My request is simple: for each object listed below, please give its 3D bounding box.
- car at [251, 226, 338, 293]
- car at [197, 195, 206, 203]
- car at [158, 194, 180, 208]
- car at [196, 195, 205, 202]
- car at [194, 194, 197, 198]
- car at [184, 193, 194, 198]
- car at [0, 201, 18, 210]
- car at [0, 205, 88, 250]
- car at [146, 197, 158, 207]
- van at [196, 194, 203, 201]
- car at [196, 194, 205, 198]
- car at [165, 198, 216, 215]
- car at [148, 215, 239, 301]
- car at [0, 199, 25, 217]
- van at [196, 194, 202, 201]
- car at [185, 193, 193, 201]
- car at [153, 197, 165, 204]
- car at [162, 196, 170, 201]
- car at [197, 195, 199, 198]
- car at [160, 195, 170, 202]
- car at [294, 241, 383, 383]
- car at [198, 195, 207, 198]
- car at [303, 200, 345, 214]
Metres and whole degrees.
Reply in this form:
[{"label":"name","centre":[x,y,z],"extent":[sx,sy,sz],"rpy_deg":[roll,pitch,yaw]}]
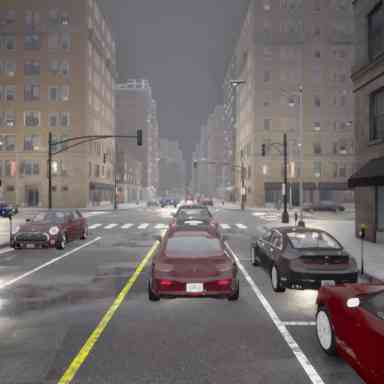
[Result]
[{"label":"car","centre":[2.649,1.553,8.667],"extent":[2.008,1.369,4.403],"rpy_deg":[0,0,0]},{"label":"car","centre":[2.105,1.538,74.621],"extent":[1.967,1.590,4.097],"rpy_deg":[0,0,-1]},{"label":"car","centre":[-3.349,1.260,49.250],"extent":[2.150,2.045,5.566],"rpy_deg":[0,0,-1]},{"label":"car","centre":[2.036,1.557,80.126],"extent":[1.967,1.590,4.097],"rpy_deg":[0,0,-1]},{"label":"car","centre":[2.175,1.397,69.114],"extent":[2.192,1.841,5.009],"rpy_deg":[0,0,-1]},{"label":"car","centre":[-0.625,1.339,79.317],"extent":[2.150,2.045,5.566],"rpy_deg":[0,0,-1]},{"label":"car","centre":[-17.181,1.123,26.855],"extent":[5.566,2.045,2.150],"rpy_deg":[0,0,0]},{"label":"car","centre":[-5.893,1.445,14.129],"extent":[1.967,1.590,4.097],"rpy_deg":[0,0,0]},{"label":"car","centre":[-6.144,1.594,52.490],"extent":[2.008,1.369,4.403],"rpy_deg":[0,0,-1]},{"label":"van","centre":[1.968,1.478,85.634],"extent":[1.690,1.788,3.998],"rpy_deg":[0,0,-1]},{"label":"car","centre":[2.240,1.593,63.777],"extent":[1.752,1.417,4.829],"rpy_deg":[0,0,-1]},{"label":"car","centre":[0.051,1.357,15.506],"extent":[2.097,1.767,4.553],"rpy_deg":[0,0,0]},{"label":"car","centre":[0.010,1.528,8.202],"extent":[1.812,1.442,4.674],"rpy_deg":[0,0,-1]},{"label":"car","centre":[-18.061,1.415,30.095],"extent":[4.902,1.511,2.128],"rpy_deg":[0,0,-1]},{"label":"van","centre":[1.899,1.501,91.141],"extent":[1.690,1.788,3.998],"rpy_deg":[0,0,-1]},{"label":"car","centre":[-0.759,1.380,90.035],"extent":[2.150,2.045,5.566],"rpy_deg":[0,0,-1]},{"label":"car","centre":[-6.282,1.611,63.506],"extent":[1.887,1.381,4.507],"rpy_deg":[0,0,-1]},{"label":"car","centre":[-6.558,1.719,85.536],"extent":[1.802,1.307,4.206],"rpy_deg":[0,0,-1]},{"label":"car","centre":[2.312,1.620,58.100],"extent":[1.947,1.339,4.313],"rpy_deg":[0,0,-1]},{"label":"car","centre":[-6.488,1.556,80.029],"extent":[1.967,1.590,4.097],"rpy_deg":[0,0,-1]},{"label":"car","centre":[2.666,1.545,3.176],"extent":[1.887,1.381,4.507],"rpy_deg":[0,0,0]},{"label":"car","centre":[2.380,1.588,52.593],"extent":[1.887,1.381,4.507],"rpy_deg":[0,0,-1]},{"label":"car","centre":[14.598,1.646,37.093],"extent":[4.674,1.442,1.812],"rpy_deg":[0,0,1]}]
